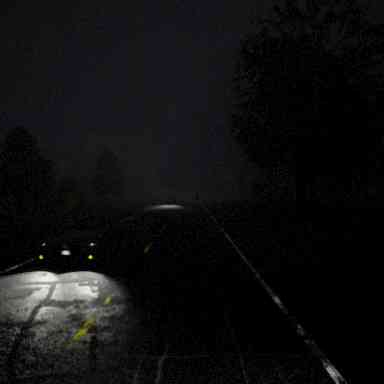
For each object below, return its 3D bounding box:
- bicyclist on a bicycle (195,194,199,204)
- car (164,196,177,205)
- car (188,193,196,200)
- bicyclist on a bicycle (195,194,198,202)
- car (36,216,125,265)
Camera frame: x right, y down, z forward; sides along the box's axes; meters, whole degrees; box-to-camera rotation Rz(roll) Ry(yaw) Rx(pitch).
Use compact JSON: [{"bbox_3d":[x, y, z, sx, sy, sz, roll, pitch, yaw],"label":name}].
[{"bbox_3d":[0.974,1.301,59.743,0.582,1.620,1.656,0,0,0],"label":"bicyclist on a bicycle"},{"bbox_3d":[-3.544,1.352,55.197,2.128,1.511,4.902,0,0,0],"label":"car"},{"bbox_3d":[0.015,1.223,82.625,2.033,1.411,5.357,0,0,0],"label":"car"},{"bbox_3d":[0.976,1.275,68.710,0.582,1.620,1.656,0,0,0],"label":"bicyclist on a bicycle"},{"bbox_3d":[-3.597,1.538,11.456,1.994,1.385,4.181,0,0,0],"label":"car"}]
